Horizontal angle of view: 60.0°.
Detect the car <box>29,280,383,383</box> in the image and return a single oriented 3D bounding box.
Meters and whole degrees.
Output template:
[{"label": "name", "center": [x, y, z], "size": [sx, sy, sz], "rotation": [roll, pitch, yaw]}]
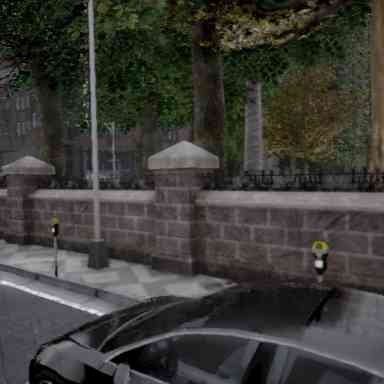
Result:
[{"label": "car", "center": [0.542, 1.432, 2.581], "size": [4.313, 1.339, 1.947], "rotation": [1, 3, 34]}]
